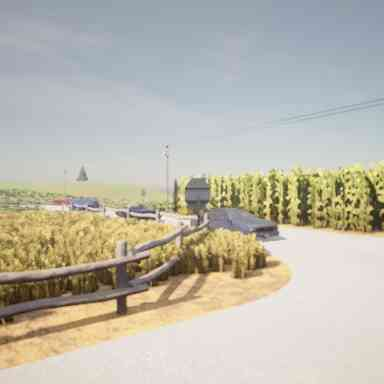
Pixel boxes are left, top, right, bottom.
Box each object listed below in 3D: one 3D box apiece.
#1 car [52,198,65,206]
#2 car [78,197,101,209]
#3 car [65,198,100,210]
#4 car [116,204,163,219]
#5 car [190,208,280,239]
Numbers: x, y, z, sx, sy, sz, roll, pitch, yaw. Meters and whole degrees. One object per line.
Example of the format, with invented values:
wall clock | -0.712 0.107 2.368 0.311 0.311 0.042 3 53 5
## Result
car | -20.448 1.593 53.658 4.718 1.301 1.895 0 0 33
car | -14.191 1.518 45.843 1.812 1.442 4.674 0 0 -35
car | -12.381 1.471 37.513 1.882 1.535 5.008 0 0 -35
car | -4.152 1.595 25.845 1.895 1.301 4.718 0 0 -35
car | 1.949 1.542 16.989 2.033 1.411 5.357 0 0 -32
